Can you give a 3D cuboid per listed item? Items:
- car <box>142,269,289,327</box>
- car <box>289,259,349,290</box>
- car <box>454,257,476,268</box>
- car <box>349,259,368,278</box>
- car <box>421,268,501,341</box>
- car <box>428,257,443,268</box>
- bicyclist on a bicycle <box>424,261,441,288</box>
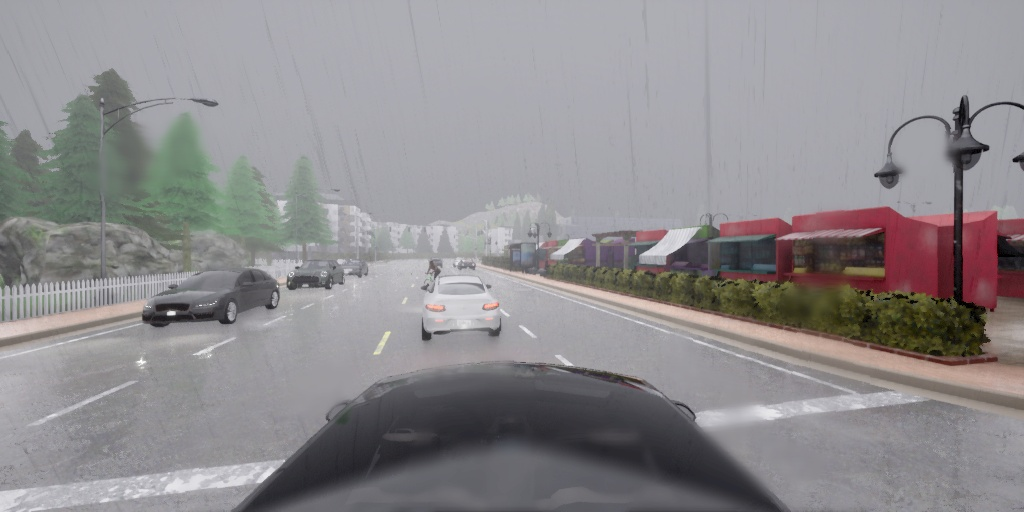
[{"bbox_3d":[-9.179,1.190,11.457,1.837,1.490,4.892,0,0,-13],"label":"car"},{"bbox_3d":[-11.374,0.965,21.059,2.097,1.767,4.553,0,0,-13],"label":"car"},{"bbox_3d":[-5.587,1.046,43.729,1.895,1.301,4.718,0,0,-13],"label":"car"},{"bbox_3d":[-13.564,1.032,30.683,2.128,1.511,4.902,0,0,-13],"label":"car"},{"bbox_3d":[-1.468,1.225,9.737,1.812,1.442,4.674,0,0,-12],"label":"car"},{"bbox_3d":[-10.814,0.897,50.793,1.837,1.490,4.892,0,0,-13],"label":"car"},{"bbox_3d":[-4.293,1.078,19.589,0.582,1.620,1.656,0,1,25],"label":"bicyclist on a bicycle"}]
